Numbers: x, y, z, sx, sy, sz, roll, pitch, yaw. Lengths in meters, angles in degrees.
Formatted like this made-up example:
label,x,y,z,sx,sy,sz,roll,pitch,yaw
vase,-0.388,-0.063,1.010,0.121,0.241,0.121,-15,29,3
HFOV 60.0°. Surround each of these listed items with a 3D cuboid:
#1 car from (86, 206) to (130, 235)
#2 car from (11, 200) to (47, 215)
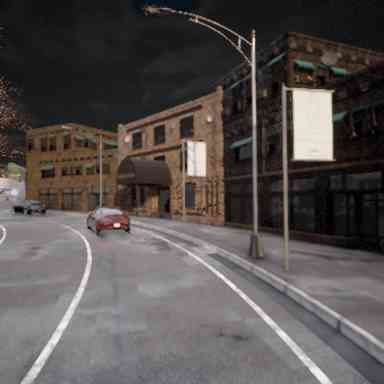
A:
label,x,y,z,sx,sy,sz,roll,pitch,yaw
car,-4.856,1.538,19.112,1.812,1.442,4.674,0,0,-26
car,-16.471,1.522,33.537,4.902,1.511,2.128,0,-1,40
